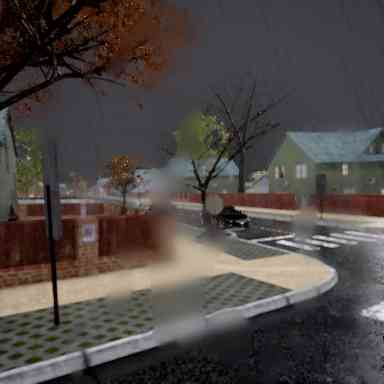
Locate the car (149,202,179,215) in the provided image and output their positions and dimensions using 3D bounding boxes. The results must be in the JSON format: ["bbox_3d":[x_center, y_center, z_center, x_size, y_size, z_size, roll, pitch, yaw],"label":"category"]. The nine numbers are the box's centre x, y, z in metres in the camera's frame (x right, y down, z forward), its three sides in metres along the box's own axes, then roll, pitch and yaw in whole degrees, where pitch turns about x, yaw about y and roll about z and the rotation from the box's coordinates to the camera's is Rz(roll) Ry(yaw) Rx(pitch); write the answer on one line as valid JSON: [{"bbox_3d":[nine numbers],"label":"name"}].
[{"bbox_3d":[-2.939,1.691,34.393,1.895,1.301,4.718,-3,1,-22],"label":"car"}]

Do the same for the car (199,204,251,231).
[{"bbox_3d":[2.059,1.603,21.949,1.837,1.490,4.892,-4,2,-22],"label":"car"}]
